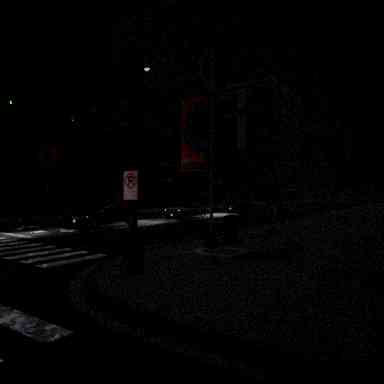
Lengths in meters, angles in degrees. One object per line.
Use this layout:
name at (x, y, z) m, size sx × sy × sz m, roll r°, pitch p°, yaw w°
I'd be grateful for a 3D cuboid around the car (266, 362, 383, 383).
car at (2.199, 1.551, 1.278) m, size 4.403 × 1.369 × 2.008 m, roll 0°, pitch 0°, yaw 36°

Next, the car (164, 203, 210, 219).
car at (-0.422, 1.638, 29.939) m, size 1.895 × 1.301 × 4.718 m, roll 0°, pitch 0°, yaw 36°

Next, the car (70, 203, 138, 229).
car at (-5.780, 1.512, 22.332) m, size 2.128 × 1.511 × 4.902 m, roll 0°, pitch 0°, yaw 36°

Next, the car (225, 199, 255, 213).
car at (5.604, 1.550, 38.432) m, size 2.128 × 1.511 × 4.902 m, roll 0°, pitch 0°, yaw 35°
